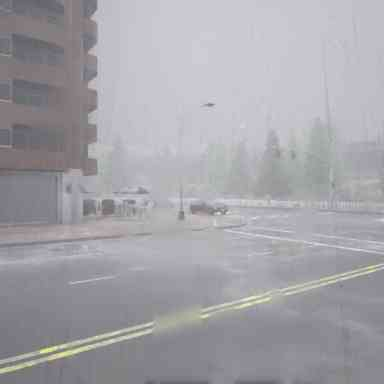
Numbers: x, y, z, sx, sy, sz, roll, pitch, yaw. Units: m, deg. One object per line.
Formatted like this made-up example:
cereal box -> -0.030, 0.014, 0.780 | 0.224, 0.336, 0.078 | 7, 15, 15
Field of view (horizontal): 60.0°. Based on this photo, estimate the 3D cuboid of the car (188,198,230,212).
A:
car -> 1.918, 1.492, 38.886 | 2.033, 1.411, 5.357 | 0, 0, -34

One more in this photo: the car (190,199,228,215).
car -> 1.551, 1.470, 33.305 | 1.812, 1.442, 4.674 | 0, 0, -35

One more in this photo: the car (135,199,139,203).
car -> -6.561, 1.470, 49.497 | 4.674, 1.442, 1.812 | 0, 0, 43

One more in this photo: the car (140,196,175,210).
car -> -4.074, 1.296, 41.049 | 2.097, 1.767, 4.553 | 0, 0, -37
